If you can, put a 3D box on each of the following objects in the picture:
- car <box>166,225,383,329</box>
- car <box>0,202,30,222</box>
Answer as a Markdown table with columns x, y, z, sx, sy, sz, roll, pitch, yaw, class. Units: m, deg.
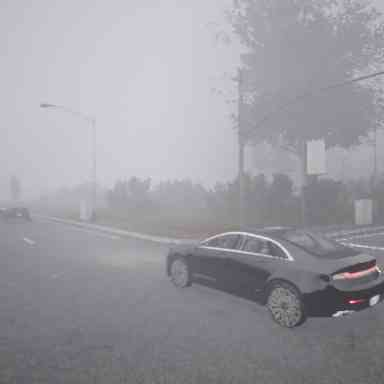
| x | y | z | sx | sy | sz | roll | pitch | yaw | class |
| --- | --- | --- | --- | --- | --- | --- | --- | --- | --- |
| 1.332 | 1.470 | 7.078 | 2.128 | 1.511 | 4.902 | 0 | 0 | -39 | car |
| -14.223 | 1.510 | 26.434 | 1.812 | 1.442 | 4.674 | 0 | 0 | -39 | car |
